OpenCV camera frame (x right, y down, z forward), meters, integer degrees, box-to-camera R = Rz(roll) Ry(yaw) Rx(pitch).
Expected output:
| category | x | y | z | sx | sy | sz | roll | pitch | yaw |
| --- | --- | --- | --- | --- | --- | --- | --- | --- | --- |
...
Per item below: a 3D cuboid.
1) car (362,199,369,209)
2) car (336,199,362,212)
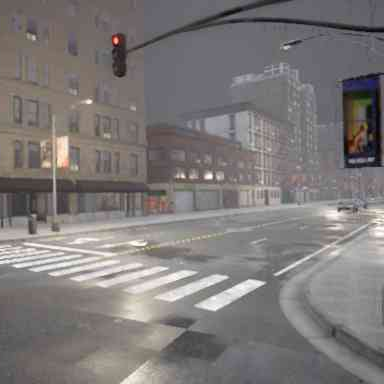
| category | x | y | z | sx | sy | sz | roll | pitch | yaw |
| --- | --- | --- | --- | --- | --- | --- | --- | --- | --- |
| car | 25.683 | 1.778 | 50.665 | 2.033 | 1.411 | 5.357 | -2 | -1 | 34 |
| car | 19.875 | 1.814 | 42.447 | 1.895 | 1.301 | 4.718 | -2 | -1 | 35 |
